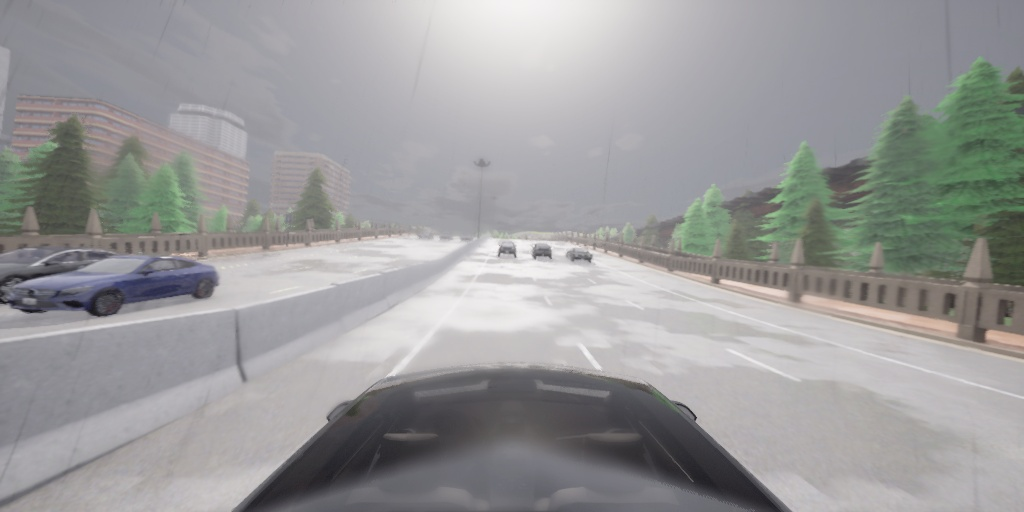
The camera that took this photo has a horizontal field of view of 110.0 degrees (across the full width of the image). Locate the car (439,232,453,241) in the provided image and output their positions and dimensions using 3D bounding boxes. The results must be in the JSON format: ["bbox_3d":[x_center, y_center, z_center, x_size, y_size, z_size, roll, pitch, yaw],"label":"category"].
[{"bbox_3d":[-11.350,-3.457,62.141,1.837,1.490,4.892,3,5,0],"label":"car"}]

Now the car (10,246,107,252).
[{"bbox_3d":[-14.278,0.460,11.118,2.128,1.511,4.902,3,2,-1],"label":"car"}]

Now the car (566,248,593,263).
[{"bbox_3d":[6.522,-0.172,35.284,1.895,1.301,4.718,3,5,0],"label":"car"}]

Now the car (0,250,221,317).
[{"bbox_3d":[-10.772,0.682,10.310,1.812,1.442,4.674,3,2,-1],"label":"car"}]

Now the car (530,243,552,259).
[{"bbox_3d":[3.021,-0.582,37.001,1.837,1.490,4.892,3,6,0],"label":"car"}]

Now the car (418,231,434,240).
[{"bbox_3d":[-14.843,-3.622,62.077,2.128,1.511,4.902,3,5,0],"label":"car"}]

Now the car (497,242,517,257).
[{"bbox_3d":[-0.479,-0.786,37.645,1.812,1.442,4.674,3,5,0],"label":"car"}]

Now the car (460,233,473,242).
[{"bbox_3d":[-7.848,-3.241,62.160,2.033,1.411,5.357,3,5,0],"label":"car"}]
